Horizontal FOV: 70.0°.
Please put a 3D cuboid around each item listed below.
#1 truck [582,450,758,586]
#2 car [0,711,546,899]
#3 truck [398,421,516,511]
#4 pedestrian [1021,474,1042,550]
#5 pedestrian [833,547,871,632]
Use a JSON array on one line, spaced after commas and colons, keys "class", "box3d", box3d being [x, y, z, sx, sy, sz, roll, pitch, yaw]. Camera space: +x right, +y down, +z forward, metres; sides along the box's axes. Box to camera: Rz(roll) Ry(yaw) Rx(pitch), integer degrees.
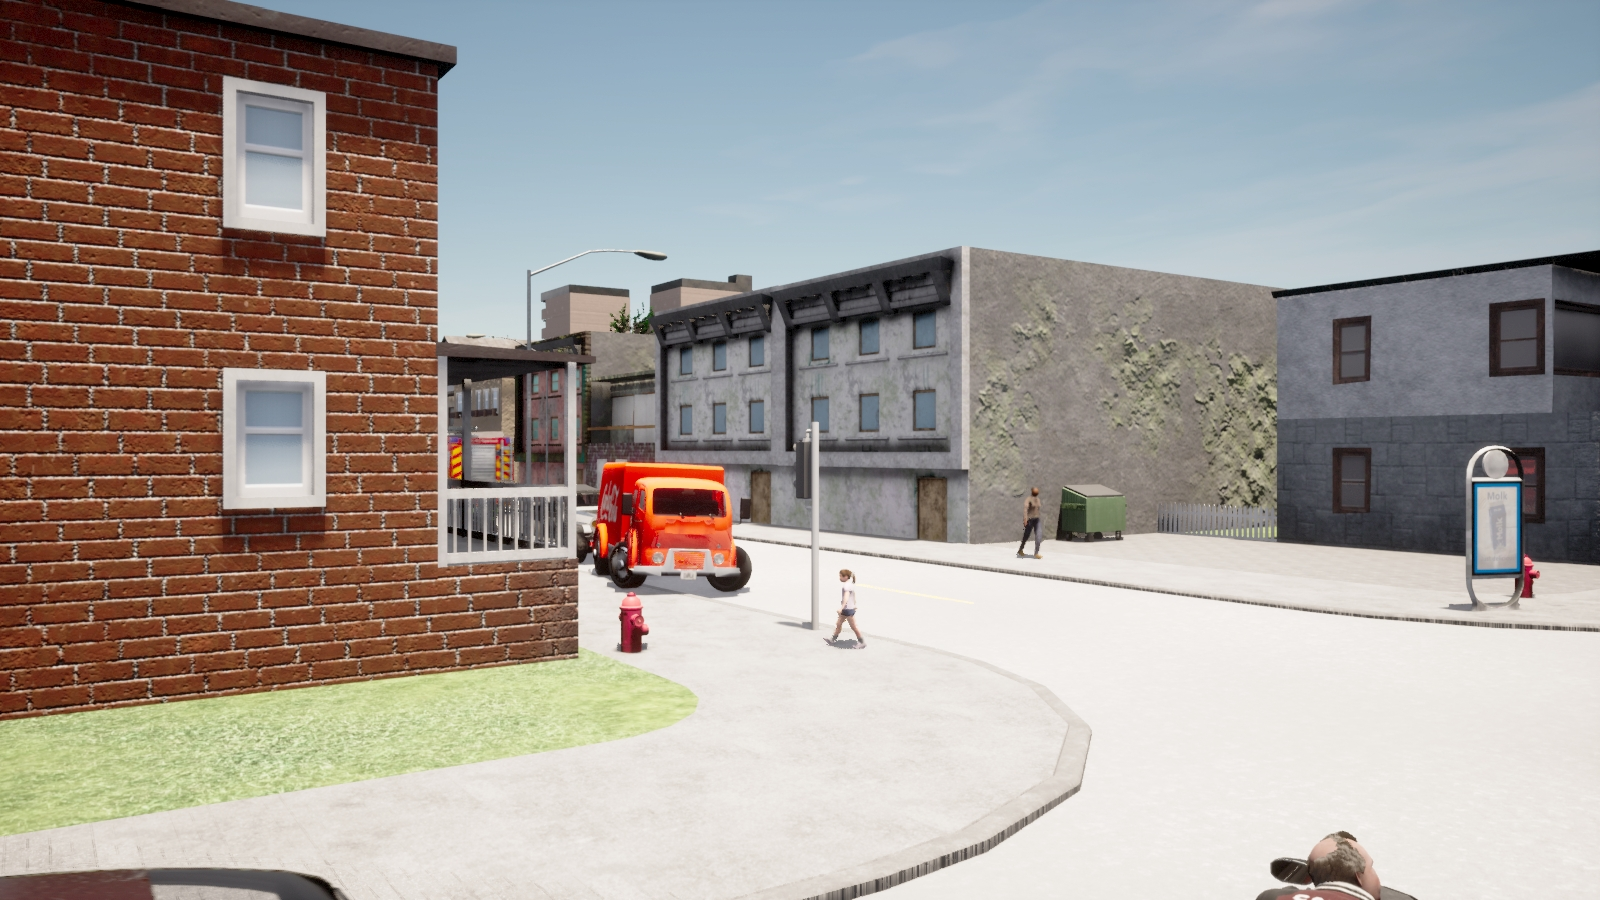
[{"class": "truck", "box3d": [-2.868, 1.294, 23.855, 2.627, 2.467, 5.204, 3, -1, -17]}, {"class": "car", "box3d": [-2.683, 1.801, 2.645, 3.705, 1.549, 1.789, -1, 0, -34]}, {"class": "truck", "box3d": [-16.036, 0.670, 52.944, 2.891, 3.827, 8.468, 0, 0, -33]}, {"class": "pedestrian", "box3d": [5.737, 1.525, 28.307, 0.375, 1.860, 0.375, 0, 0, -26]}, {"class": "pedestrian", "box3d": [0.716, 1.897, 15.600, 0.500, 1.100, 0.500, 0, 0, 6]}]
